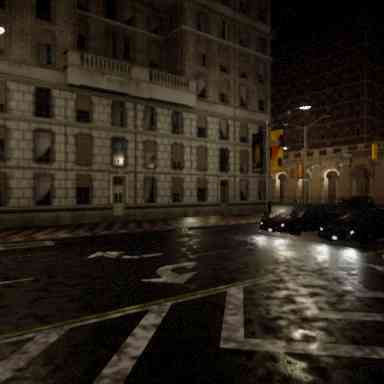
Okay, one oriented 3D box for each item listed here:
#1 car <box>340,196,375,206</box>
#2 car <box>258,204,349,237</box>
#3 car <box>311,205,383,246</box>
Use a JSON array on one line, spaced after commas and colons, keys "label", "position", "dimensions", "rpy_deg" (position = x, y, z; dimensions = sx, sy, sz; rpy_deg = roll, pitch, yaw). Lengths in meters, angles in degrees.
[{"label": "car", "position": [23.470, 1.337, 47.413], "dimensions": [2.097, 1.767, 4.553], "rpy_deg": [0, 0, -35]}, {"label": "car", "position": [6.108, 1.543, 18.399], "dimensions": [5.357, 1.411, 2.033], "rpy_deg": [0, 0, -36]}, {"label": "car", "position": [8.168, 1.543, 15.572], "dimensions": [5.357, 1.411, 2.033], "rpy_deg": [0, 0, -36]}]
